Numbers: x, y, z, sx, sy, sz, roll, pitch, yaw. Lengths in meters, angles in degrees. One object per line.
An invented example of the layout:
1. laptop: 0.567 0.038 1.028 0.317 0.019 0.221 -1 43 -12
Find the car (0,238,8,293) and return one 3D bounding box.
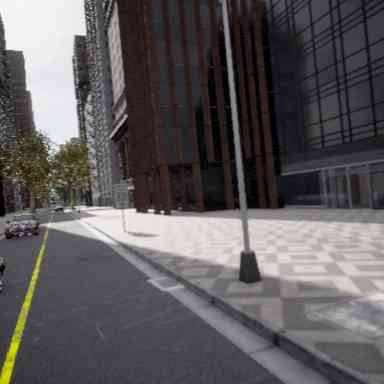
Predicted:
1. car: -5.423 2.072 7.277 1.895 1.301 4.718 -5 0 -23

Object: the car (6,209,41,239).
1. car: -12.969 2.472 25.666 2.097 1.767 4.553 -5 0 -22

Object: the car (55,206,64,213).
1. car: -32.477 4.259 81.431 1.882 1.535 5.008 -5 0 -22
